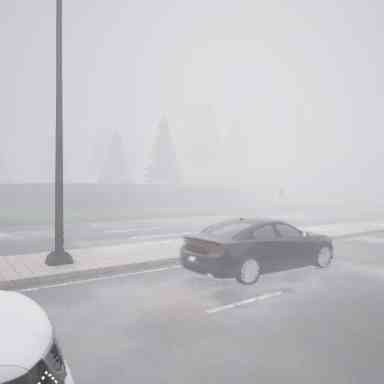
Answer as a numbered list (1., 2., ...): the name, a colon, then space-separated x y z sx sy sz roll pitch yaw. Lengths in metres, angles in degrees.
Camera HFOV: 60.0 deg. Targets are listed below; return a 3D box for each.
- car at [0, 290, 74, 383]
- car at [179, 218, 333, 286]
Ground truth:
1. car: -3.390 1.223 1.340 5.566 2.045 2.150 0 0 -35
2. car: 2.004 1.478 9.475 5.008 1.535 1.882 0 0 -35
